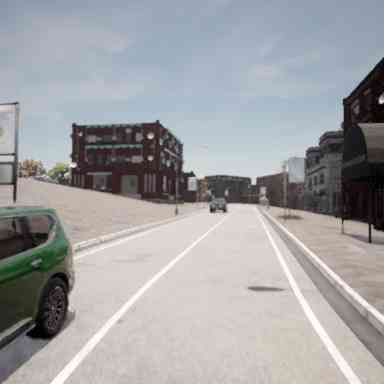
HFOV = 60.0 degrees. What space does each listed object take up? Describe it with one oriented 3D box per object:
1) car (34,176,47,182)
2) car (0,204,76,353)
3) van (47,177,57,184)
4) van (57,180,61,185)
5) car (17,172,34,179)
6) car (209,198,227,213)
[{"bbox_3d":[-26.175,-1.828,54.669,2.002,1.452,4.674,1,-3,-5],"label":"car"},{"bbox_3d":[-3.280,1.208,3.717,2.150,2.045,5.566,0,0,4],"label":"car"},{"bbox_3d":[-26.725,-1.758,60.320,1.878,1.987,4.442,1,-3,-6],"label":"van"},{"bbox_3d":[-27.402,-1.410,65.806,1.878,1.987,4.442,1,-4,-7],"label":"van"},{"bbox_3d":[-25.719,-2.134,49.154,2.002,1.452,4.674,1,-3,-4],"label":"car"},{"bbox_3d":[3.810,1.879,47.136,2.150,2.045,5.566,0,-2,10],"label":"car"}]
